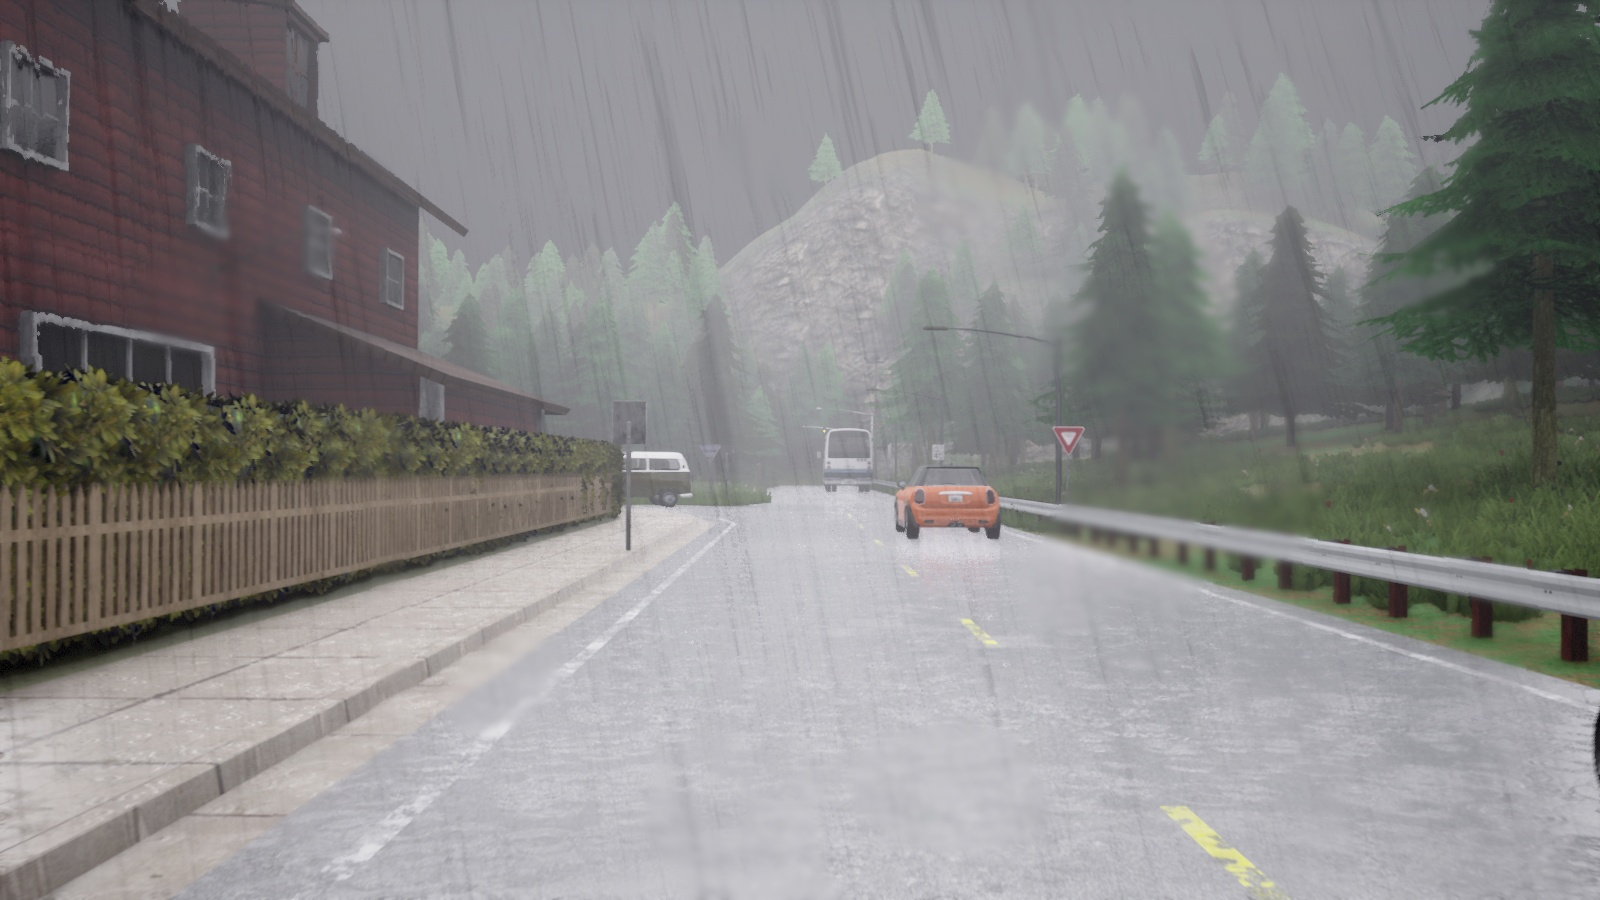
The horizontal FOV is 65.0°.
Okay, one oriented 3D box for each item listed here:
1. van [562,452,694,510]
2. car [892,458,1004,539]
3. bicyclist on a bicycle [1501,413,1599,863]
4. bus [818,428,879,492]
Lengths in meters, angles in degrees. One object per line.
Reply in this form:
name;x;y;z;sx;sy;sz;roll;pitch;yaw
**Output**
van;-6.352;1.118;46.331;4.480;2.038;2.069;0;0;-19
car;3.423;1.104;29.896;2.097;1.767;4.553;0;-1;0
bicyclist on a bicycle;3.487;0.739;4.716;0.659;1.776;1.843;0;-1;0
bus;3.282;0.752;88.891;3.944;4.253;10.273;0;-1;0
